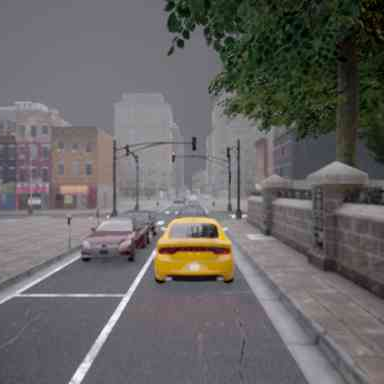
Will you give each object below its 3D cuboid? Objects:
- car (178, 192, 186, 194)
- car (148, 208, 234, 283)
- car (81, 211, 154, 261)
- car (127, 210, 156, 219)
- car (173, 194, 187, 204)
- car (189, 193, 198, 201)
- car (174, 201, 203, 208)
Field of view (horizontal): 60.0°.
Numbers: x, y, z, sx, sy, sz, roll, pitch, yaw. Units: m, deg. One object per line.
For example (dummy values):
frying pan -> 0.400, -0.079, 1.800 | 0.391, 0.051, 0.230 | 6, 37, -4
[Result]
car -> -2.217, 1.096, 73.815 | 2.150, 2.045, 5.566 | 0, 0, 0
car -> 0.066, 1.463, 9.646 | 1.882, 1.535, 5.008 | 0, 0, 0
car -> -2.638, 1.563, 12.049 | 1.802, 1.307, 4.206 | 0, 0, 0
car -> -2.638, 1.542, 15.711 | 1.947, 1.339, 4.313 | 0, 0, 0
car -> -2.258, 1.466, 58.478 | 1.994, 1.385, 4.181 | 0, 0, 0
car -> 0.289, 1.409, 67.924 | 1.812, 1.442, 4.674 | 0, 0, 0
car -> 0.004, 1.517, 20.136 | 2.033, 1.411, 5.357 | 0, 0, 0
